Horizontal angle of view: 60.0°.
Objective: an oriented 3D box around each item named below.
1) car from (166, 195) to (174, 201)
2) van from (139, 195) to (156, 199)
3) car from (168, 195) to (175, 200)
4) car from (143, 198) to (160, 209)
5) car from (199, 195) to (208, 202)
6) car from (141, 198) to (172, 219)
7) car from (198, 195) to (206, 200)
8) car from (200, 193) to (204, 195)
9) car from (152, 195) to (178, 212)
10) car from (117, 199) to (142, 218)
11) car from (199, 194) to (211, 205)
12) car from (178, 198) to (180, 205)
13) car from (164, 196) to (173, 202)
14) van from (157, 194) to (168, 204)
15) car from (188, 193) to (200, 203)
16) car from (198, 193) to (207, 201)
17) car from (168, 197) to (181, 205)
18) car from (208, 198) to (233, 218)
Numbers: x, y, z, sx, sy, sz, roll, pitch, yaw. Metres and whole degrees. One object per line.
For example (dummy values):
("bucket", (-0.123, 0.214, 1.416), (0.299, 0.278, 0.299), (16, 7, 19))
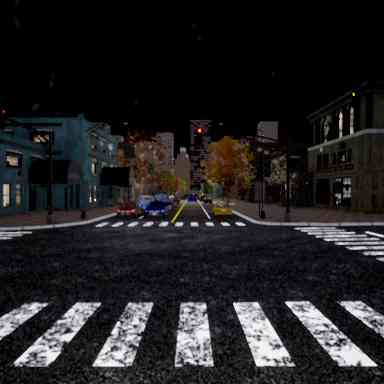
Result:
("car", (-5.642, 1.556, 85.812), (1.887, 1.381, 4.507), (0, 0, 0))
("van", (-5.669, 1.348, 41.441), (1.690, 1.788, 3.998), (0, 0, 0))
("car", (-5.639, 1.593, 91.358), (1.802, 1.307, 4.206), (0, 0, 0))
("car", (-5.665, 1.552, 46.988), (1.887, 1.381, 4.507), (0, 0, 0))
("car", (2.736, 1.555, 80.260), (1.887, 1.381, 4.507), (-1, 0, 0))
("car", (-3.099, 1.531, 29.602), (1.812, 1.442, 4.674), (0, 0, 0))
("car", (2.742, 1.556, 91.353), (1.887, 1.381, 4.507), (-1, 0, 0))
("car", (2.732, 1.576, 74.714), (1.947, 1.339, 4.313), (-1, 0, 0))
("car", (-3.076, 1.498, 38.801), (2.128, 1.511, 4.902), (0, 0, 0))
("car", (-5.674, 1.587, 30.348), (1.802, 1.307, 4.206), (0, 0, 0))
("car", (2.722, 1.559, 58.075), (2.008, 1.369, 4.403), (-1, 0, 0))
("car", (-3.064, 1.571, 47.925), (1.994, 1.385, 4.181), (0, 0, 0))
("car", (-5.645, 1.577, 80.265), (1.947, 1.339, 4.313), (0, 0, 0))
("van", (-5.656, 1.350, 63.626), (1.690, 1.788, 3.998), (0, 0, 0))
("car", (0.109, 1.488, 70.776), (1.882, 1.535, 5.008), (0, 0, 0))
("car", (2.737, 1.326, 85.807), (2.192, 1.841, 5.009), (-1, 0, 0))
("car", (-3.029, 1.609, 58.035), (1.895, 1.301, 4.718), (0, 0, 0))
("car", (2.706, 1.530, 30.514), (1.752, 1.417, 4.829), (-1, 0, 0))
